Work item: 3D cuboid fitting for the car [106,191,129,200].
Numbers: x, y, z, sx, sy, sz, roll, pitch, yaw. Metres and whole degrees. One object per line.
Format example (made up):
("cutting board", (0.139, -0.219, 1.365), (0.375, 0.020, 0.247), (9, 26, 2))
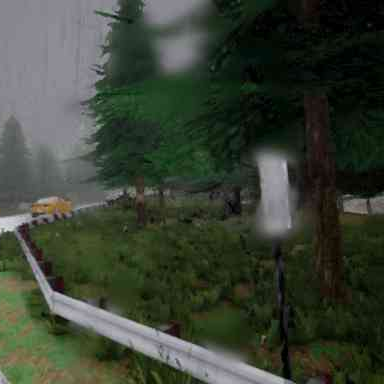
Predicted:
("car", (-10.687, 0.781, 47.190), (1.994, 1.385, 4.181), (-4, 1, 5))

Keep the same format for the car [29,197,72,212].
("car", (-11.663, 1.172, 27.840), (1.882, 1.535, 5.008), (-4, 2, 1))

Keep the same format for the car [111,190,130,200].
("car", (-12.877, 0.570, 60.380), (1.882, 1.535, 5.008), (-4, 1, 5))
